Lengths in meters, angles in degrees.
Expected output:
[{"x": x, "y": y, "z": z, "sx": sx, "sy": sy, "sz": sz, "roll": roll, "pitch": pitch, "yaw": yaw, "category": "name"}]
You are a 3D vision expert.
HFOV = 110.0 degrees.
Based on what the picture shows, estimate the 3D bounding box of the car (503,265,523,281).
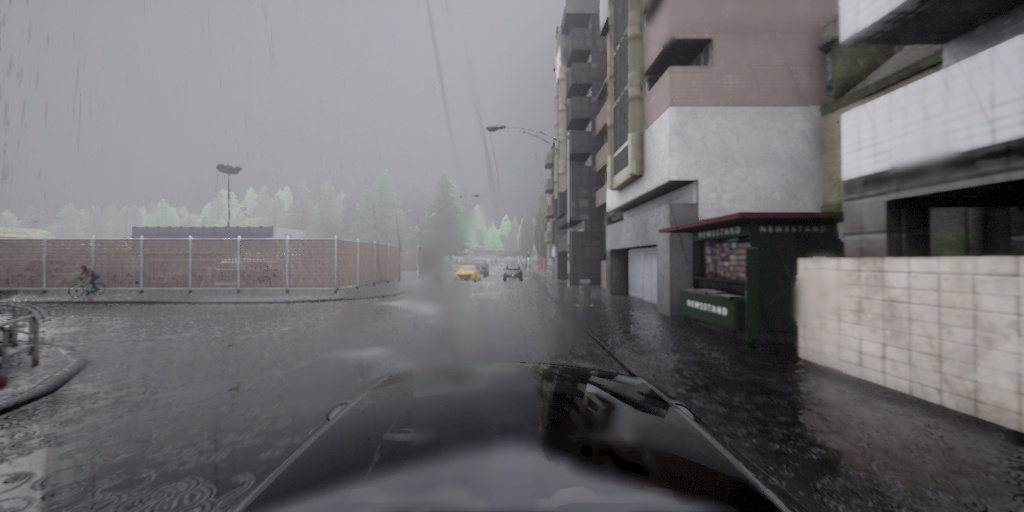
[{"x": 0.087, "y": 1.686, "z": 36.659, "sx": 2.128, "sy": 1.511, "sz": 4.902, "roll": 0, "pitch": -1, "yaw": 0, "category": "car"}]

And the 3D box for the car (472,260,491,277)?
[{"x": -4.083, "y": 1.516, "z": 44.524, "sx": 2.150, "sy": 2.045, "sz": 5.566, "roll": 0, "pitch": -1, "yaw": 0, "category": "car"}]

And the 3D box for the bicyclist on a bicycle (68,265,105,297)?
[{"x": -22.182, "y": 1.316, "z": 18.726, "sx": 0.582, "sy": 1.620, "sz": 1.656, "roll": 0, "pitch": 0, "yaw": 0, "category": "bicyclist on a bicycle"}]

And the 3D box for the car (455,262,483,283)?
[{"x": -4.113, "y": 1.636, "z": 33.820, "sx": 1.882, "sy": 1.535, "sz": 5.008, "roll": 0, "pitch": -1, "yaw": 0, "category": "car"}]
